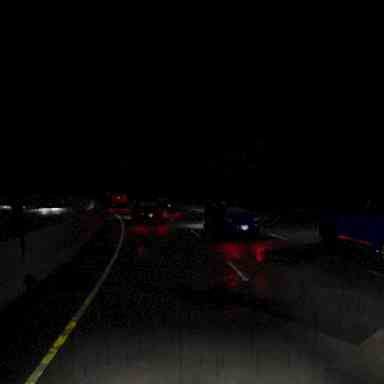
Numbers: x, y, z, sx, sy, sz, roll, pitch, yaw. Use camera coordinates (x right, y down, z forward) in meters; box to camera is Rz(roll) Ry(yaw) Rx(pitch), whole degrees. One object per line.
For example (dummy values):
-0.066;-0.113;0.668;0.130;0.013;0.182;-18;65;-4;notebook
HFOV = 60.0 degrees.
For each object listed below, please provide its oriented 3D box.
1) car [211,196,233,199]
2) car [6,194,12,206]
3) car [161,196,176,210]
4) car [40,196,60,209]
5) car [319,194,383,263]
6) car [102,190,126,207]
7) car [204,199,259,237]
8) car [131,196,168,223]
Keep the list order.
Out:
2.464;1.105;28.858;2.128;1.511;4.902;0;1;-16;car
-24.550;1.030;45.901;1.882;1.535;5.008;-1;0;-33;car
-2.990;1.094;34.106;1.812;1.442;4.674;-1;1;-20;car
-16.618;1.151;38.820;1.994;1.385;4.181;-1;1;-26;car
6.268;1.065;10.688;2.150;2.045;5.566;0;1;-6;car
-9.624;0.736;40.893;2.150;2.045;5.566;-1;1;-25;car
1.865;1.308;16.447;1.812;1.442;4.674;0;1;-9;car
-3.127;1.243;22.854;1.812;1.442;4.674;0;1;-14;car
